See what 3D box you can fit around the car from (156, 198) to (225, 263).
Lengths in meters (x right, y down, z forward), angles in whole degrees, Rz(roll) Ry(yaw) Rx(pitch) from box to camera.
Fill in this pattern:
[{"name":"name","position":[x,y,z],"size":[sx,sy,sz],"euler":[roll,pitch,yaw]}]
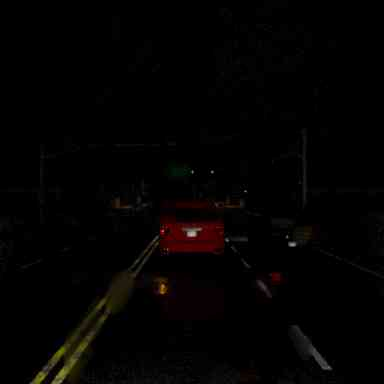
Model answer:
[{"name":"car","position":[0.009,1.349,12.604],"size":[2.150,2.045,5.566],"euler":[0,0,0]}]

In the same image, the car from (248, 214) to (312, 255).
[{"name":"car","position":[3.522,1.662,13.900],"size":[1.812,1.442,4.674],"euler":[0,0,0]}]

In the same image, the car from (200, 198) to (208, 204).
[{"name":"car","position":[3.052,2.402,87.146],"size":[1.994,1.385,4.181],"euler":[0,-1,0]}]

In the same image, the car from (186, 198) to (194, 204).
[{"name":"car","position":[-0.446,2.405,87.402],"size":[1.994,1.385,4.181],"euler":[0,-1,0]}]

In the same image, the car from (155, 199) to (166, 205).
[{"name":"car","position":[-7.495,2.324,80.285],"size":[2.033,1.411,5.357],"euler":[0,-1,0]}]
